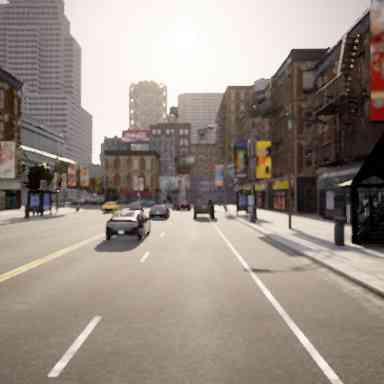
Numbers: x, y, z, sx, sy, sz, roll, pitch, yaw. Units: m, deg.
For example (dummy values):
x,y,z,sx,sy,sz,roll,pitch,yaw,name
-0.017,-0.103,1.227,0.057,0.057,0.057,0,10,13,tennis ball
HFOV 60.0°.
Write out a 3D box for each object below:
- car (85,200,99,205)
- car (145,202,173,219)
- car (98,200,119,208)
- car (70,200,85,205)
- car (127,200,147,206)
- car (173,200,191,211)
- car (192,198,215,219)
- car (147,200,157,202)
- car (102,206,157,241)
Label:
x,y,z,sx,sy,sz,roll,pitch,yaw,name
-23.926,2.734,83.701,4.718,1.301,1.895,0,-1,30,car
-3.389,2.042,35.122,1.994,1.385,4.181,0,-1,0,car
-10.913,2.089,44.909,1.882,1.535,5.008,0,-1,-6,car
-29.228,2.689,85.874,4.674,1.452,2.002,0,-1,20,car
-7.390,2.104,43.886,1.837,1.490,4.892,0,-1,-4,car
-1.782,2.094,54.581,2.097,1.767,4.553,0,-1,-19,car
1.237,1.703,35.367,2.150,2.045,5.566,0,-1,0,car
-8.895,2.413,67.982,2.033,1.411,5.357,1,-1,-39,car
-3.394,1.742,18.327,2.128,1.511,4.902,0,-1,0,car
